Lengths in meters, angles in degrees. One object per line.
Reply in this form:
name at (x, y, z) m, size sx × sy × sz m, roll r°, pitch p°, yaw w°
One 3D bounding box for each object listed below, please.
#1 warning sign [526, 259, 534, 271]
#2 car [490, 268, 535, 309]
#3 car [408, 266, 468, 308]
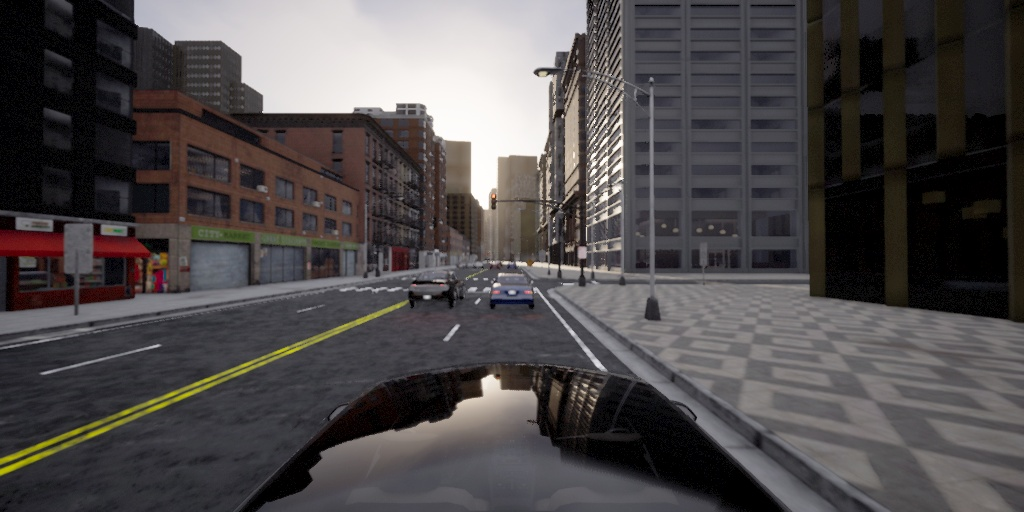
warning sign at (2.863, 1.365, 56.454) m, size 1.300 × 1.860 × 1.060 m, roll 0°, pitch 0°, yaw 0°
car at (0.004, 1.431, 15.844) m, size 2.033 × 1.411 × 5.357 m, roll 0°, pitch -1°, yaw 0°
car at (-3.242, 1.379, 16.148) m, size 2.128 × 1.511 × 4.902 m, roll 0°, pitch 0°, yaw 0°
